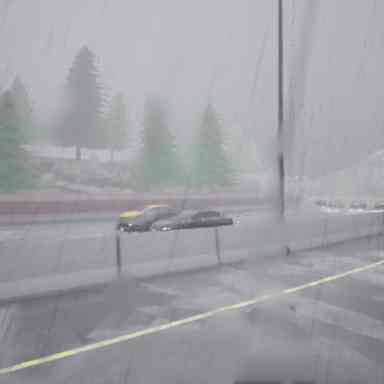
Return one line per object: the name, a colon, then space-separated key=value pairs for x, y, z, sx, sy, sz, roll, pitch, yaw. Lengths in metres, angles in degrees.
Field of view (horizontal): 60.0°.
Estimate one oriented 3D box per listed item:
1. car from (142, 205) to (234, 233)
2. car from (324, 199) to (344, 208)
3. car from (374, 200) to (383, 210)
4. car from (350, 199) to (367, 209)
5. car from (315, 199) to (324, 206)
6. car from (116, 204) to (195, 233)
car: x=0.102 y=1.649 z=17.502 sx=4.892 sy=1.490 sz=1.837 roll=0 pitch=0 yaw=-40
car: x=23.922 y=1.891 z=55.084 sx=2.128 sy=1.511 sz=4.902 roll=0 pitch=-1 yaw=33
car: x=27.434 y=1.894 z=47.700 sx=1.994 sy=1.385 sz=4.181 roll=0 pitch=-1 yaw=35
car: x=26.022 y=1.859 z=51.885 sx=2.128 sy=1.511 sz=4.902 roll=0 pitch=-1 yaw=34
car: x=24.859 y=2.005 z=63.482 sx=2.033 sy=1.411 sz=5.357 roll=0 pitch=-1 yaw=30
car: x=-1.883 y=1.719 z=20.358 sx=5.357 sy=1.411 sz=2.033 roll=0 pitch=-1 yaw=-40
